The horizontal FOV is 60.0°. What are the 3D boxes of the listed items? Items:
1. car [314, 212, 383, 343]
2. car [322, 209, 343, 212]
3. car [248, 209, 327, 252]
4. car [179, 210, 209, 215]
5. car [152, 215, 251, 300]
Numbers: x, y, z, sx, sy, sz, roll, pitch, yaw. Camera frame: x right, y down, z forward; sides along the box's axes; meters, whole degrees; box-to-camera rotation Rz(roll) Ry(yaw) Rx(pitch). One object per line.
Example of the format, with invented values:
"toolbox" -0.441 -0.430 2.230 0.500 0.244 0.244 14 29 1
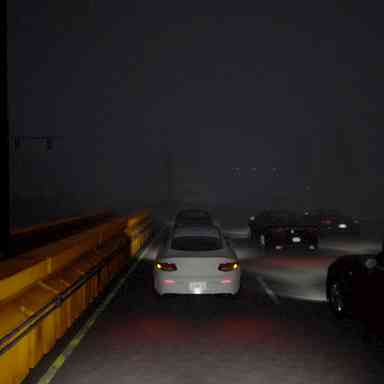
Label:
"car" 3.594 1.352 4.507 2.097 1.767 4.553 0 0 0
"car" 7.088 1.564 17.639 1.994 1.385 4.181 0 0 0
"car" 3.591 1.478 13.908 1.882 1.535 5.008 0 0 0
"car" 0.088 1.601 17.669 1.895 1.301 4.718 0 0 0
"car" 0.094 1.526 8.289 1.812 1.442 4.674 0 0 0
